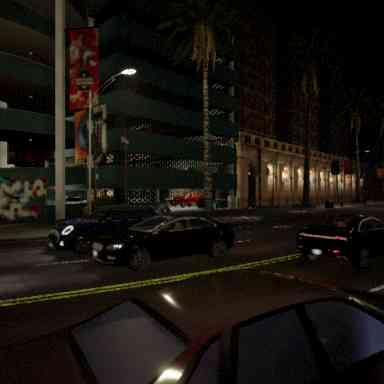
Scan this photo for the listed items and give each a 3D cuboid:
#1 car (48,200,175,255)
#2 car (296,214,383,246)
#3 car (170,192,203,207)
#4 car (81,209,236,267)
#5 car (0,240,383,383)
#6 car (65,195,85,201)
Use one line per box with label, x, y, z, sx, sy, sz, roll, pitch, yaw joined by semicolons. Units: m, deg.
car;-3.296;1.346;13.439;4.553;1.767;2.097;0;0;-35
car;5.367;1.487;11.095;4.902;1.511;2.128;0;0;-42
car;-0.652;1.010;46.652;2.435;2.045;5.566;0;0;41
car;-0.765;1.487;10.923;4.902;1.511;2.128;0;0;-36
car;0.689;1.546;3.232;5.357;1.411;2.033;0;0;-31
car;-23.711;1.385;66.002;2.161;1.482;4.786;0;0;41
